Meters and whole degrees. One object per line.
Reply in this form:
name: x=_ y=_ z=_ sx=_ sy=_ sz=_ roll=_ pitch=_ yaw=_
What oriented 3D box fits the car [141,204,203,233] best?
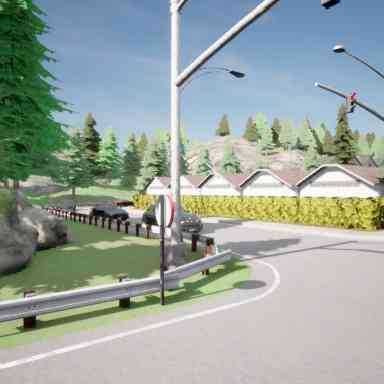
car: x=-1.304 y=1.544 z=20.485 sx=2.097 sy=1.767 sz=4.553 roll=0 pitch=0 yaw=-35

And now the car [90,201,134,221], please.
car: x=-7.265 y=1.738 z=28.961 sx=2.033 sy=1.411 sz=5.357 roll=0 pitch=0 yaw=-35

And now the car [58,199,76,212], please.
car: x=-15.892 y=1.691 z=42.449 sx=1.837 sy=1.490 sz=4.892 roll=-2 pitch=0 yaw=-18

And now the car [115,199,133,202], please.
car: x=-11.010 y=1.777 z=53.305 sx=1.895 sy=1.301 sz=4.718 roll=0 pitch=0 yaw=33
